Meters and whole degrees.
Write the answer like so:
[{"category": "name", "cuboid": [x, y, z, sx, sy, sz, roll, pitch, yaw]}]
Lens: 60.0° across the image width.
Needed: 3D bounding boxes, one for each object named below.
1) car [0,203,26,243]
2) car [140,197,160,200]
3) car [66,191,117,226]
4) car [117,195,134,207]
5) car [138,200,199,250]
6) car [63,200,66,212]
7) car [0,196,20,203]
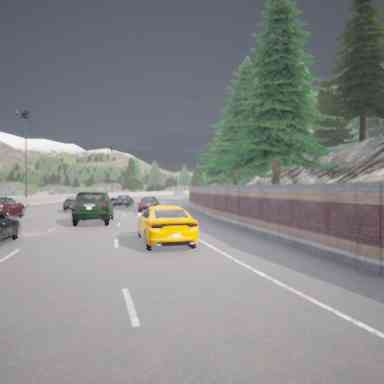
[{"category": "car", "cuboid": [-8.114, 1.387, 12.873, 1.812, 1.442, 4.674, 0, 1, -13]}, {"category": "car", "cuboid": [-4.151, 1.149, 32.713, 1.994, 1.385, 4.181, 0, 1, -5]}, {"category": "car", "cuboid": [-6.305, 0.964, 21.578, 2.150, 2.045, 5.566, 0, 1, -10]}, {"category": "car", "cuboid": [-8.074, 1.060, 39.481, 2.033, 1.411, 5.357, 0, 1, -2]}, {"category": "car", "cuboid": [-1.123, 1.301, 13.665, 1.882, 1.535, 5.008, 0, 1, -14]}, {"category": "car", "cuboid": [-11.174, 1.105, 32.669, 2.128, 1.511, 4.902, 0, 1, -5]}, {"category": "car", "cuboid": [-13.698, 1.091, 23.887, 2.097, 1.767, 4.553, 0, 1, -8]}]
